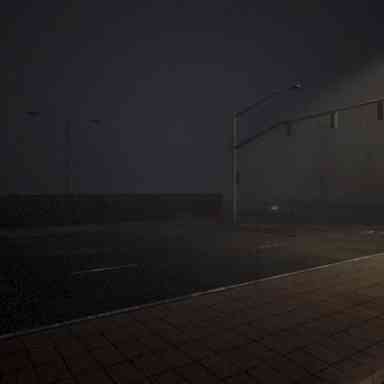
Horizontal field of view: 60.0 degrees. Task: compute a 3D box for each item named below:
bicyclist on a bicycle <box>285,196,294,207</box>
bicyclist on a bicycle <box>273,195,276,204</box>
[{"bbox_3d":[14.382,1.453,49.106,1.656,1.620,0.582,0,0,-22],"label":"bicyclist on a bicycle"},{"bbox_3d":[13.419,1.300,54.021,0.582,1.620,1.656,0,0,22],"label":"bicyclist on a bicycle"}]
